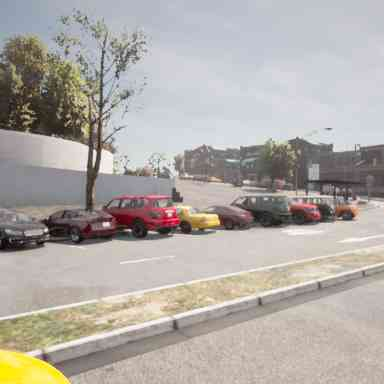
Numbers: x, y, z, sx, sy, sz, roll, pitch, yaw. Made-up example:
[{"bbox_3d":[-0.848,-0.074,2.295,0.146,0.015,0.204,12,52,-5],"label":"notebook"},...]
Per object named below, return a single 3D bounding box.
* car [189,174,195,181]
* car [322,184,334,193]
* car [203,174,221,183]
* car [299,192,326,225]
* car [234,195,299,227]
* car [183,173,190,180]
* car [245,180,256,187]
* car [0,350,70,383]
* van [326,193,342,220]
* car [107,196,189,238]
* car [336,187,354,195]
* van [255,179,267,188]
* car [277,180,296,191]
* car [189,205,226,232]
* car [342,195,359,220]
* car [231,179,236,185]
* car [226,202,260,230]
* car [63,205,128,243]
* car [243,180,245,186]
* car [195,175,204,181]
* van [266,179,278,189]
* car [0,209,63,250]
[{"bbox_3d":[2.165,-3.851,91.147,2.185,1.767,4.553,6,3,34],"label":"car"},{"bbox_3d":[24.743,-0.427,59.165,2.435,2.045,5.566,7,3,35],"label":"car"},{"bbox_3d":[5.807,-3.176,86.420,1.946,1.575,5.366,7,3,34],"label":"car"},{"bbox_3d":[6.575,1.267,24.790,5.566,2.045,2.435,-1,-1,35],"label":"car"},{"bbox_3d":[4.061,1.262,23.087,5.566,2.045,2.435,-1,-1,35],"label":"car"},{"bbox_3d":[0.436,-4.086,93.618,2.185,1.767,4.553,4,1,34],"label":"car"},{"bbox_3d":[14.479,-1.813,74.121,1.946,1.575,5.366,7,3,35],"label":"car"},{"bbox_3d":[-2.898,1.477,1.065,5.008,1.535,1.882,1,-1,-35],"label":"car"},{"bbox_3d":[9.115,1.297,26.459,4.442,1.987,1.878,-1,-1,35],"label":"van"},{"bbox_3d":[-3.296,1.248,17.879,5.566,2.045,2.435,-1,-1,35],"label":"car"},{"bbox_3d":[26.433,0.136,56.691,2.002,1.452,4.674,7,3,35],"label":"car"},{"bbox_3d":[16.051,-1.765,71.389,1.878,1.987,4.442,7,4,35],"label":"van"},{"bbox_3d":[19.537,-0.993,66.554,2.231,1.521,4.892,7,3,35],"label":"car"},{"bbox_3d":[-0.975,1.503,19.705,5.366,1.575,1.946,-1,-1,35],"label":"car"},{"bbox_3d":[11.525,1.403,28.207,4.553,1.767,2.185,-1,-1,35],"label":"car"},{"bbox_3d":[10.908,-2.318,78.906,2.002,1.452,4.674,7,3,35],"label":"car"},{"bbox_3d":[1.632,1.549,21.331,4.674,1.452,2.002,-1,-1,35],"label":"car"},{"bbox_3d":[-5.742,1.524,16.135,4.792,1.488,2.163,-1,-1,35],"label":"car"},{"bbox_3d":[12.649,-2.044,76.443,2.002,1.452,4.674,7,4,35],"label":"car"},{"bbox_3d":[3.958,-3.699,88.680,2.435,2.045,5.566,7,3,34],"label":"car"},{"bbox_3d":[17.779,-1.491,68.917,1.878,1.987,4.442,7,4,35],"label":"van"},{"bbox_3d":[-8.163,1.494,14.390,4.892,1.521,2.231,-1,-1,35],"label":"car"}]
